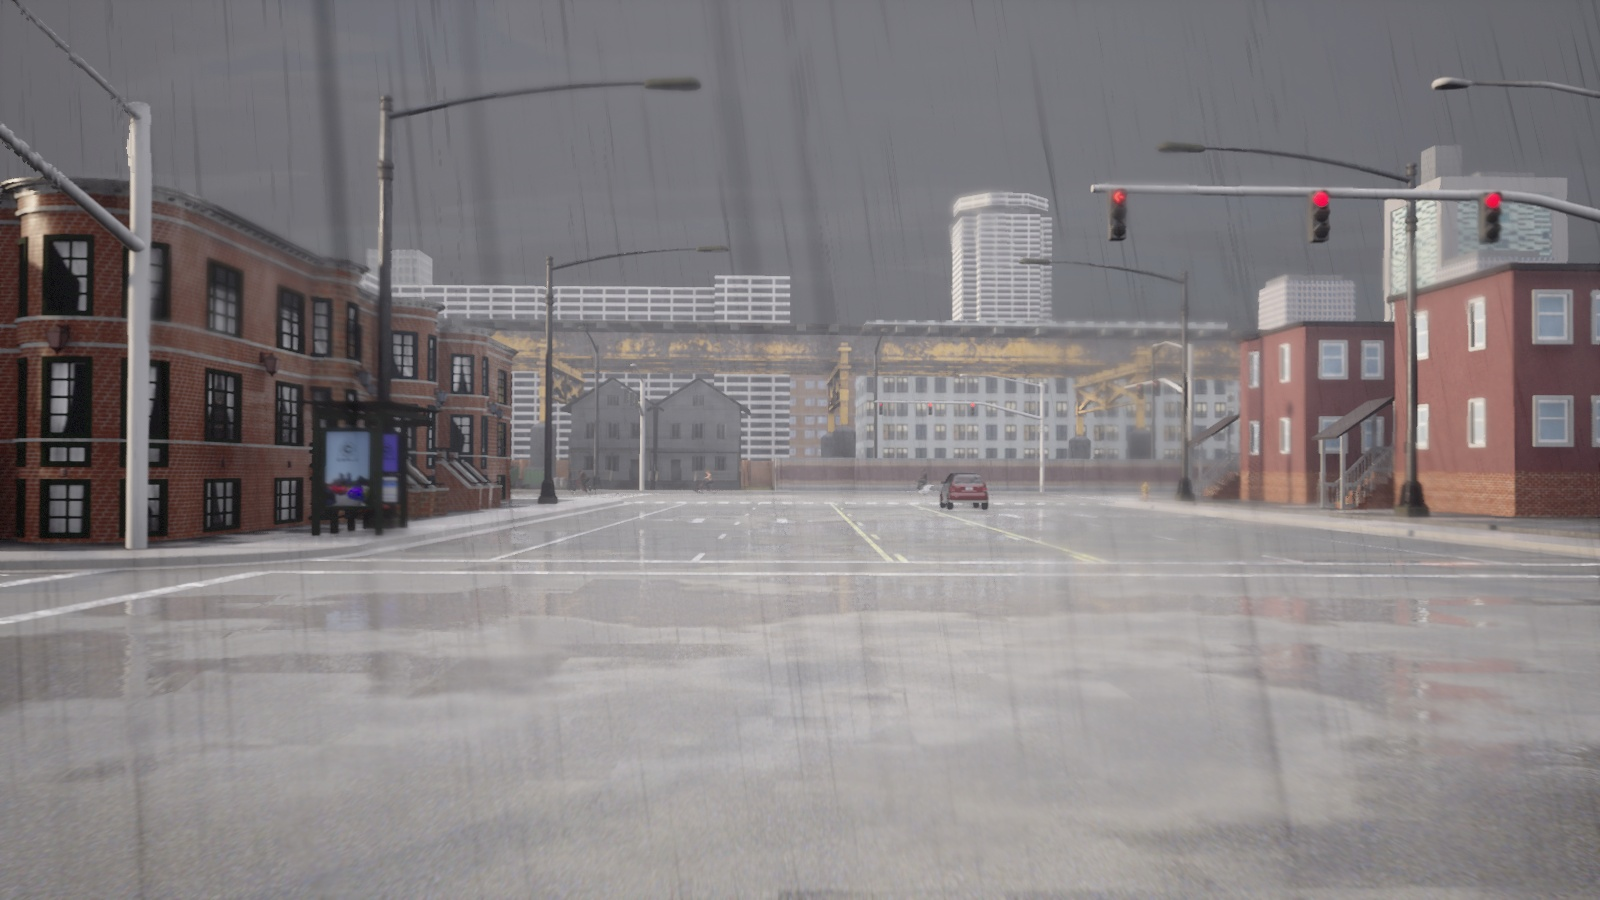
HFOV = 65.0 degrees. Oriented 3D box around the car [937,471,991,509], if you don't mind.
[{"bbox_3d":[6.871,1.651,52.861,1.789,1.549,3.705,0,-1,0],"label":"car"}]
